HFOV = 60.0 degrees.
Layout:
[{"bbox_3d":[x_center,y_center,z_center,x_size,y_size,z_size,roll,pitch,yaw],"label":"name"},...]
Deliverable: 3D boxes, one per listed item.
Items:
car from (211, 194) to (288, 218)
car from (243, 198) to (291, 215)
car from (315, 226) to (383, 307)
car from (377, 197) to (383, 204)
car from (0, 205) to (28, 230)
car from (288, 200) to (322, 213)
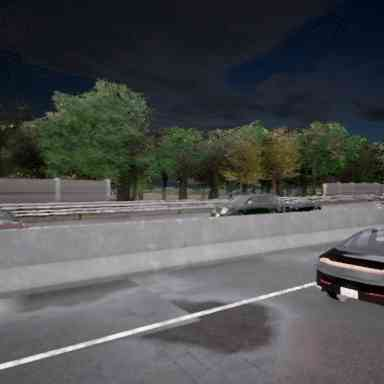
[{"bbox_3d":[3.996,1.183,23.866,5.566,2.045,2.150,0,0,-35],"label":"car"},{"bbox_3d":[7.735,1.403,34.057,4.902,1.511,2.128,-1,0,-37],"label":"car"},{"bbox_3d":[4.627,1.479,6.995,4.902,1.511,2.128,0,0,-35],"label":"car"},{"bbox_3d":[30.101,1.113,50.180,5.357,1.411,2.033,-1,1,-34],"label":"car"},{"bbox_3d":[-7.974,1.347,11.185,4.553,1.767,2.097,0,0,-35],"label":"car"},{"bbox_3d":[10.465,1.501,32.441,4.718,1.301,1.895,-1,0,-34],"label":"car"}]
